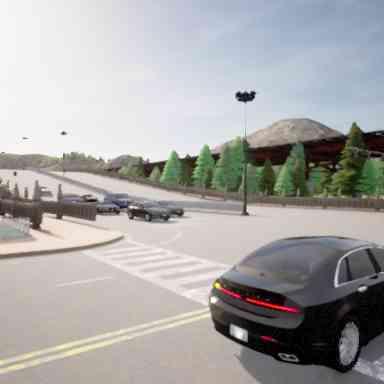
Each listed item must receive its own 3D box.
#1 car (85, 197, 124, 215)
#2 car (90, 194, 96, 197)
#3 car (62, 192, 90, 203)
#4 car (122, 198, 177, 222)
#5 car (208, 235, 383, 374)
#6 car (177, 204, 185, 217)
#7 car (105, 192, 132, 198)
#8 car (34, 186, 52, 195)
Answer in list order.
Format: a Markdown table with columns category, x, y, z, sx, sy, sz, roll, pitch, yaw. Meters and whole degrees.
| category | x | y | z | sx | sy | sz | roll | pitch | yaw |
| --- | --- | --- | --- | --- | --- | --- | --- | --- | --- |
| car | -8.914 | 1.551 | 33.915 | 1.994 | 1.385 | 4.181 | 0 | 1 | -37 |
| car | -14.653 | 0.934 | 47.312 | 1.895 | 1.301 | 4.718 | 0 | 4 | -37 |
| car | -15.075 | 0.946 | 42.054 | 2.097 | 1.767 | 4.553 | 0 | 3 | -37 |
| car | -3.525 | 1.532 | 26.830 | 1.837 | 1.490 | 4.892 | 0 | 0 | -37 |
| car | 2.467 | 1.518 | 5.720 | 4.892 | 1.490 | 1.837 | 0 | 0 | -39 |
| car | -2.584 | 1.533 | 31.377 | 1.837 | 1.490 | 4.892 | 0 | 0 | -37 |
| car | -8.524 | 1.114 | 39.196 | 2.150 | 2.045 | 5.566 | 0 | 2 | -36 |
| car | -24.601 | -0.298 | 54.848 | 1.895 | 1.301 | 4.718 | 0 | 7 | -37 |
